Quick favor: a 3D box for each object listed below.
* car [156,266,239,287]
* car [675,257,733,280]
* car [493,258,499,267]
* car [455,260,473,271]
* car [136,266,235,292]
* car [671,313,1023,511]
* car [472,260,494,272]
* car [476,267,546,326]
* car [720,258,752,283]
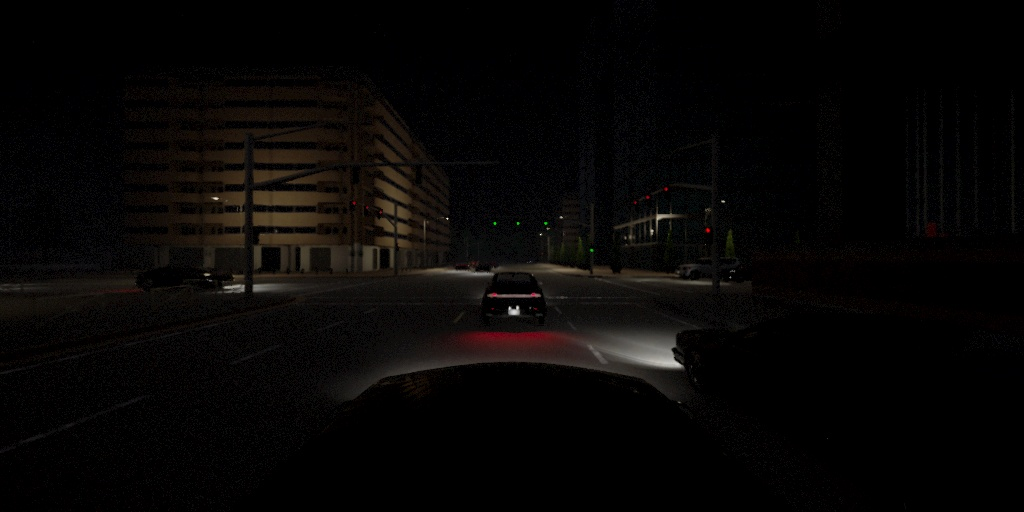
[{"bbox_3d":[-22.390,1.458,25.665,4.181,1.385,1.994,0,0,0],"label":"car"},{"bbox_3d":[17.971,1.140,32.766,5.566,2.045,2.150,0,0,0],"label":"car"},{"bbox_3d":[-3.770,1.453,63.409,1.882,1.535,5.008,0,0,1],"label":"car"},{"bbox_3d":[-7.414,1.544,54.406,1.895,1.301,4.718,0,0,1],"label":"car"},{"bbox_3d":[-20.213,1.385,22.160,4.892,1.490,1.837,0,0,0],"label":"car"},{"bbox_3d":[3.601,1.304,3.585,2.033,1.411,5.357,0,0,0],"label":"car"},{"bbox_3d":[-3.856,1.520,48.097,1.895,1.301,4.718,0,0,0],"label":"car"},{"bbox_3d":[0.047,1.279,11.901,2.128,1.511,4.902,0,0,0],"label":"car"},{"bbox_3d":[19.384,1.257,29.261,4.553,1.767,2.097,0,0,0],"label":"car"}]
